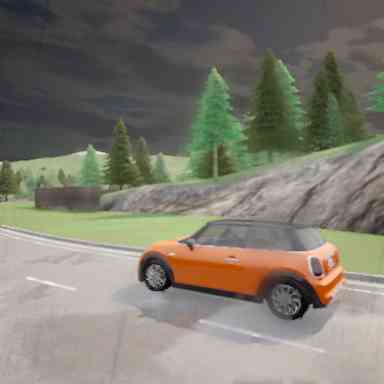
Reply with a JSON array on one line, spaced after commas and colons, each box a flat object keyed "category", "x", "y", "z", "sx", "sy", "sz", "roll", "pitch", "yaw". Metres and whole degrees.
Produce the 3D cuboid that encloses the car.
[{"category": "car", "x": 0.903, "y": 1.378, "z": 7.553, "sx": 4.553, "sy": 1.767, "sz": 2.097, "roll": -1, "pitch": 0, "yaw": 35}]
